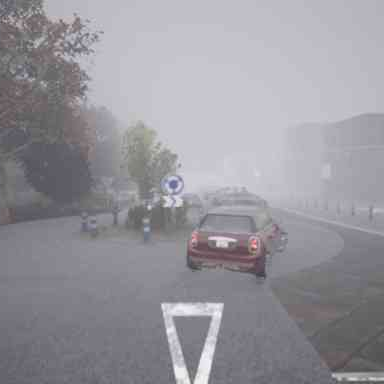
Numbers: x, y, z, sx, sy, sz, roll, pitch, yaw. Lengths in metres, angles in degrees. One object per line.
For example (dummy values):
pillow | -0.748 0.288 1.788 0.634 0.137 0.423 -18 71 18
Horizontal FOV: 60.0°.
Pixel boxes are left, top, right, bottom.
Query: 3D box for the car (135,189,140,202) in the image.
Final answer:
car | -8.834 0.681 37.915 4.792 1.488 2.163 0 1 0

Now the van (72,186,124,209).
van | -8.684 0.492 29.543 4.442 1.987 1.878 1 1 0

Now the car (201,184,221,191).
car | 4.248 0.365 40.759 5.566 2.045 2.435 0 1 0

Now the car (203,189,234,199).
car | 4.314 0.314 54.698 4.792 1.488 2.163 0 2 0

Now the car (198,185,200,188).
car | 4.299 -0.273 68.618 5.008 1.535 2.097 0 3 0

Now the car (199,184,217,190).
car | 4.300 -1.490 90.863 4.892 1.521 2.231 0 3 0

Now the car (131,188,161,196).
car | -8.605 -0.021 62.882 5.366 1.575 1.946 0 2 0

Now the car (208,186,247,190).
car | 4.242 0.553 35.189 4.553 1.767 2.185 0 1 0

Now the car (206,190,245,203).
car | 4.284 0.572 43.552 4.892 1.521 2.231 0 1 0

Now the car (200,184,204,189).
car | 4.257 -0.038 60.264 4.553 1.767 2.185 0 2 0

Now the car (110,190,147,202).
car | -8.771 0.548 46.158 4.792 1.488 2.163 0 1 0

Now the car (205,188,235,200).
car | 4.314 0.245 51.907 4.553 1.767 2.185 0 2 0

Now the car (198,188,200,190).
car | -0.158 0.428 51.493 1.812 1.442 4.674 0 2 0

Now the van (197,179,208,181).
van | 4.191 -1.874 93.629 4.442 1.987 1.878 0 3 0

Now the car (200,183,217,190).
car | 4.336 -1.452 87.952 4.553 1.767 2.185 0 3 0

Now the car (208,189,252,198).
car | 4.242 0.727 32.404 4.792 1.488 2.163 0 0 0

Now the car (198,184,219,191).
car | 4.118 -1.180 85.305 5.366 1.575 1.946 0 3 0

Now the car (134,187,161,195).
car | -8.794 -0.138 65.670 5.008 1.535 2.097 0 3 0

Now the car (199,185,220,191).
car | 4.307 -1.020 82.526 5.008 1.535 2.097 0 3 0

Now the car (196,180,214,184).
car | 4.271 -1.114 79.733 5.566 2.045 2.435 0 3 0

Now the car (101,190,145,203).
car | -8.987 0.568 43.502 5.366 1.575 1.946 0 1 0

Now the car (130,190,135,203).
car | -8.810 0.719 35.003 4.674 1.452 2.002 0 0 0

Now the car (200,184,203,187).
car | 4.258 -0.149 63.042 4.553 1.767 2.185 0 2 0

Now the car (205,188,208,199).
car | 4.280 0.652 37.969 5.008 1.535 2.097 0 1 0

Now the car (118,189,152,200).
car | -8.792 0.374 51.737 5.008 1.535 2.097 0 2 0

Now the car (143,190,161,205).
car | -3.861 0.664 37.801 2.128 1.511 4.902 0 1 0

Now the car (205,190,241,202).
car | 4.309 0.546 46.331 4.792 1.488 2.163 0 1 0

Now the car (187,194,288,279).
car | 1.563 1.191 10.196 2.097 1.767 4.553 2 4 22

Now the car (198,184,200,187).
car | 4.300 -0.409 71.404 5.008 1.535 2.097 0 3 0

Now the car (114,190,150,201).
car | -8.794 0.450 48.948 5.008 1.535 2.097 0 1 0

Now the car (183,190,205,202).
car | -0.142 0.794 30.301 1.994 1.385 4.181 0 0 0

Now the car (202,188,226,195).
car | 4.289 -0.104 65.833 4.674 1.452 2.002 0 3 0

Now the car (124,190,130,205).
car | -8.811 0.738 32.218 4.674 1.452 2.002 0 0 0

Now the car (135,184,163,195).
car | -8.815 -0.517 68.444 5.566 2.045 2.435 0 3 0

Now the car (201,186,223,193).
car | 4.326 -0.524 74.189 4.792 1.488 2.163 0 3 0

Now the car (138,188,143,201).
car | -8.989 0.613 40.707 5.366 1.575 1.946 0 1 0
